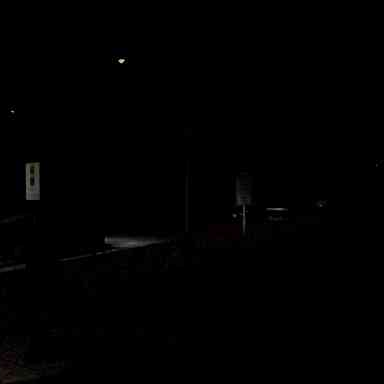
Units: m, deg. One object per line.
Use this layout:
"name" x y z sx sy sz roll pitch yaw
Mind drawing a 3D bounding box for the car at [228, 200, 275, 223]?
"car" 4.402 1.506 25.621 1.812 1.442 4.674 -1 0 35

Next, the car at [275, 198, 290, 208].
"car" 13.068 1.614 49.094 1.812 1.442 4.674 -1 -1 35

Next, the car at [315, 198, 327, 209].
"car" 17.812 1.546 44.546 1.812 1.442 4.674 -1 -1 35

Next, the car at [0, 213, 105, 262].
"car" -5.307 1.491 11.916 1.812 1.442 4.674 -1 0 35
